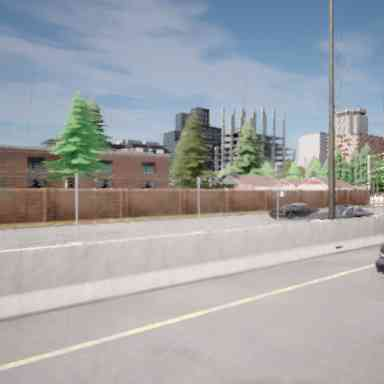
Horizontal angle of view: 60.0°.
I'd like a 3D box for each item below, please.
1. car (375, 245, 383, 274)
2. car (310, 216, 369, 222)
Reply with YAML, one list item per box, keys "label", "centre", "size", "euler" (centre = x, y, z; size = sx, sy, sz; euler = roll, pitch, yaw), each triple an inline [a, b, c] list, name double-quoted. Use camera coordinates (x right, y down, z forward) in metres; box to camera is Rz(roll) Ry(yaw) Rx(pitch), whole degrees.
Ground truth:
- label: "car"
  centre: [6.961, 1.538, 8.911]
  size: [5.357, 1.411, 2.033]
  euler: [0, 0, -37]
- label: "car"
  centre: [8.399, 1.487, 18.932]
  size: [4.902, 1.511, 2.128]
  euler: [0, 0, -36]
